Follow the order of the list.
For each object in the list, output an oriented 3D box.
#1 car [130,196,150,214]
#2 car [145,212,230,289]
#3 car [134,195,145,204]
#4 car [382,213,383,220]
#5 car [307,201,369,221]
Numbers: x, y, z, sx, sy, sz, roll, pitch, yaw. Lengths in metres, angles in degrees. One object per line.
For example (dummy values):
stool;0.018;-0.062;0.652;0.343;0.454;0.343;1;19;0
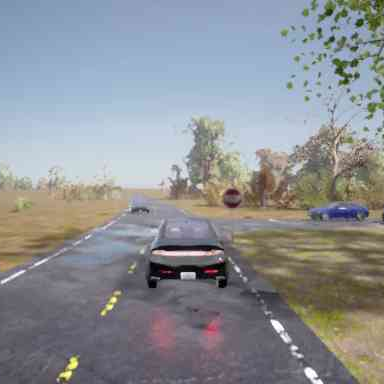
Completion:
car;-5.365;1.409;34.494;2.033;1.411;5.357;0;0;-10
car;-0.146;1.454;9.062;2.128;1.511;4.902;0;0;-2
car;-9.041;1.290;57.671;1.812;1.442;4.674;0;0;-9
car;15.559;1.500;23.120;4.181;1.385;1.994;0;0;-9
car;11.274;1.453;25.703;4.674;1.442;1.812;0;0;-9
